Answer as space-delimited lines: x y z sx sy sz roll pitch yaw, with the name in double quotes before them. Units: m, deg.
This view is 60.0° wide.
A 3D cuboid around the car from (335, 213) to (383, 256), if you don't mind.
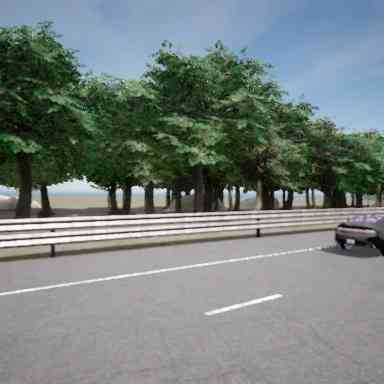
"car" 7.848 1.631 13.554 4.902 1.511 2.128 1 0 -34
